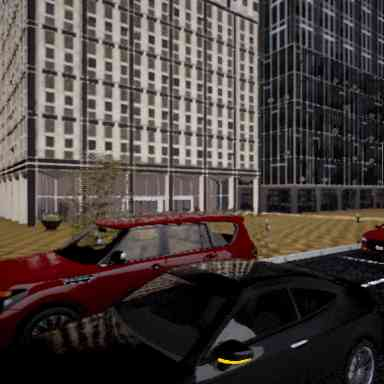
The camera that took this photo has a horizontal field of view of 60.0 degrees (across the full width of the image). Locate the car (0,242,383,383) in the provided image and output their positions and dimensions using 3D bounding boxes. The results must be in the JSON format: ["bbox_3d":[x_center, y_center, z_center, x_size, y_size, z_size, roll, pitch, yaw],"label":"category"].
[{"bbox_3d":[0.246,1.537,3.543,4.674,1.442,1.812,0,0,-35],"label":"car"}]

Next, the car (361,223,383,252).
[{"bbox_3d":[8.015,1.615,12.304,4.507,1.381,1.887,0,-1,-36],"label":"car"}]

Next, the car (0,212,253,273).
[{"bbox_3d":[-0.977,1.328,5.874,5.009,1.841,2.192,0,-1,-36],"label":"car"}]
